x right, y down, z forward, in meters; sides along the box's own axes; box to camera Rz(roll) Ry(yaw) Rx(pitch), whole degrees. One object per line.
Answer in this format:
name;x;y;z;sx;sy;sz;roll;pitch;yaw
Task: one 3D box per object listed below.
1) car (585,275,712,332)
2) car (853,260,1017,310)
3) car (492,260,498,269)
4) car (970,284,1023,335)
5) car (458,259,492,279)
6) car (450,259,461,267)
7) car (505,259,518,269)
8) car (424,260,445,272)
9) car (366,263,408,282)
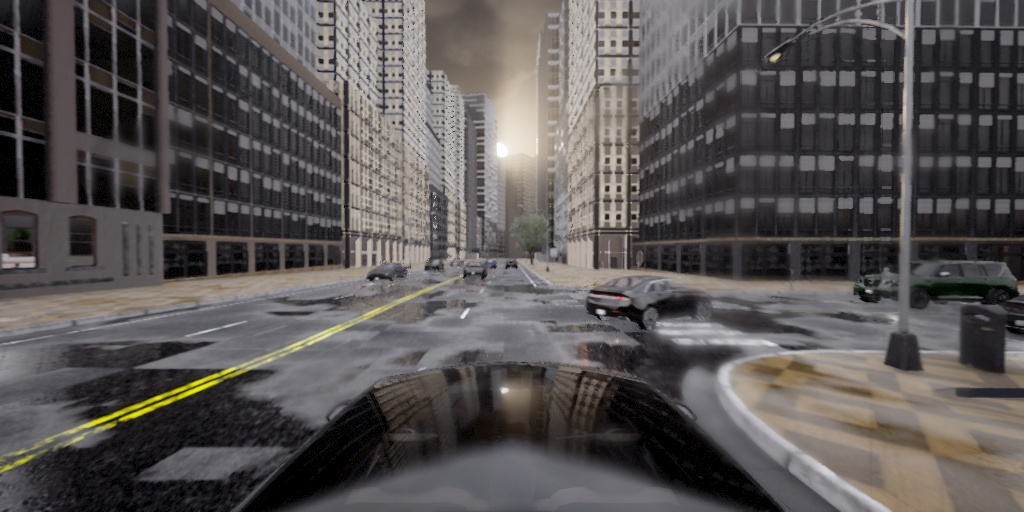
car;4.539;1.378;11.592;4.902;1.511;2.128;0;0;-35
car;18.275;1.196;15.605;5.566;2.045;2.150;0;1;-1
car;-3.308;1.257;54.922;1.812;1.442;4.674;0;0;0
car;15.885;1.596;9.666;4.403;1.370;2.007;0;0;-1
car;-3.243;1.229;32.397;2.128;1.511;4.902;0;0;0
car;-9.936;1.242;64.505;2.128;1.511;4.902;0;0;0
car;-0.065;1.240;57.504;1.837;1.490;4.892;0;0;0
car;-9.966;1.202;46.365;1.882;1.535;5.008;0;0;0
car;-9.932;1.276;29.009;2.033;1.411;5.357;0;0;0
